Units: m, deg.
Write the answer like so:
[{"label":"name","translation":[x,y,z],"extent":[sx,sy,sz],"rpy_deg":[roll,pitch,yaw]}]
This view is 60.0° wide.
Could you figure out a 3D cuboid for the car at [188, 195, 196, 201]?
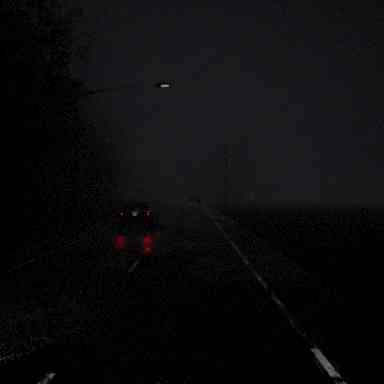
[{"label":"car","translation":[0.016,1.466,79.870],"extent":[1.812,1.442,4.674],"rpy_deg":[0,0,0]}]

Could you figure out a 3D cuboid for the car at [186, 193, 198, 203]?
[{"label":"car","translation":[0.015,1.194,68.761],"extent":[2.150,2.045,5.566],"rpy_deg":[0,0,0]}]

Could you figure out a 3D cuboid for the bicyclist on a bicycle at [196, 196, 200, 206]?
[{"label":"bicyclist on a bicycle","translation":[0.973,1.428,53.719],"extent":[0.582,1.620,1.656],"rpy_deg":[0,0,0]}]

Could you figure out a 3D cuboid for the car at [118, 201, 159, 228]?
[{"label":"car","translation":[-3.398,1.341,21.924],"extent":[2.097,1.767,4.553],"rpy_deg":[0,0,0]}]

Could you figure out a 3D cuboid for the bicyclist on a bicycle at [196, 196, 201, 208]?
[{"label":"bicyclist on a bicycle","translation":[0.973,1.350,44.933],"extent":[0.659,1.776,1.843],"rpy_deg":[0,0,0]}]
